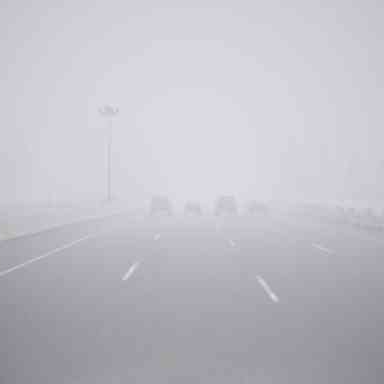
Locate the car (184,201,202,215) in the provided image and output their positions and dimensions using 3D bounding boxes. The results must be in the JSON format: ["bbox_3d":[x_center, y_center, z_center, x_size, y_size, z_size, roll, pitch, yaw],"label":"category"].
[{"bbox_3d":[0.107,1.782,38.087,1.837,1.490,4.892,0,-1,0],"label":"car"}]

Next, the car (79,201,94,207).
[{"bbox_3d":[-17.492,2.134,55.617,2.033,1.411,5.357,0,-1,0],"label":"car"}]

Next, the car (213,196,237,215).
[{"bbox_3d":[3.607,1.479,36.905,2.150,2.045,5.566,0,-1,0],"label":"car"}]

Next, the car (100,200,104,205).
[{"bbox_3d":[-13.990,1.818,55.757,2.150,2.045,5.566,0,-1,0],"label":"car"}]

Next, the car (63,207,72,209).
[{"bbox_3d":[-20.994,2.146,55.274,1.994,1.385,4.181,0,-1,0],"label":"car"}]

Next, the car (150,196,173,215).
[{"bbox_3d":[-3.405,1.484,37.201,2.150,2.045,5.566,0,-1,0],"label":"car"}]

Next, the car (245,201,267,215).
[{"bbox_3d":[7.108,1.768,37.273,1.837,1.490,4.892,0,-1,0],"label":"car"}]
